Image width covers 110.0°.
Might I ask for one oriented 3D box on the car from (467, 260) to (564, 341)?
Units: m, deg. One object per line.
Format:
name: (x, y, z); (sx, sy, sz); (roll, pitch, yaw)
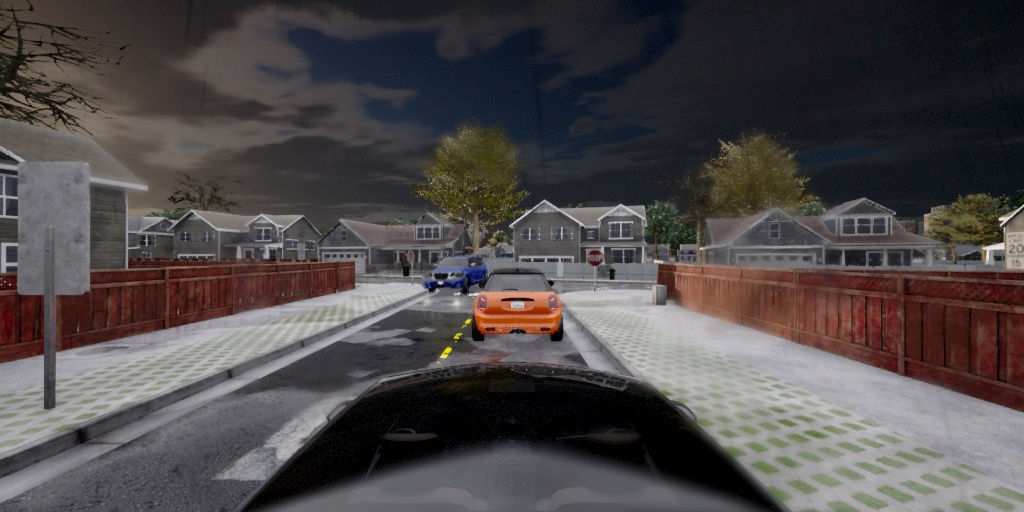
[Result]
car: (0.132, 1.103, 10.016); (2.097, 1.767, 4.553); (0, 0, 0)

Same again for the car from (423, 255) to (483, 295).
car: (-3.019, 0.973, 20.449); (2.150, 2.045, 5.566); (-1, 0, 12)
